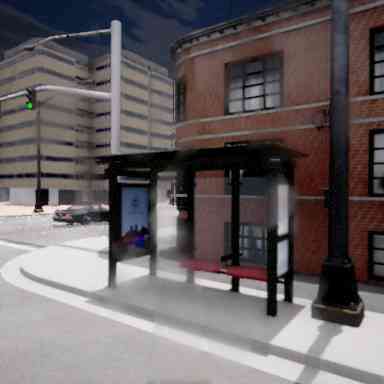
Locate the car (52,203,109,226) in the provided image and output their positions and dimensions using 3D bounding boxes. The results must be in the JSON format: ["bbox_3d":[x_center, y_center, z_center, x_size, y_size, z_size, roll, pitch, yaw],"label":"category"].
[{"bbox_3d":[-6.518,1.432,22.282,2.033,1.411,5.357,0,0,36],"label":"car"}]
